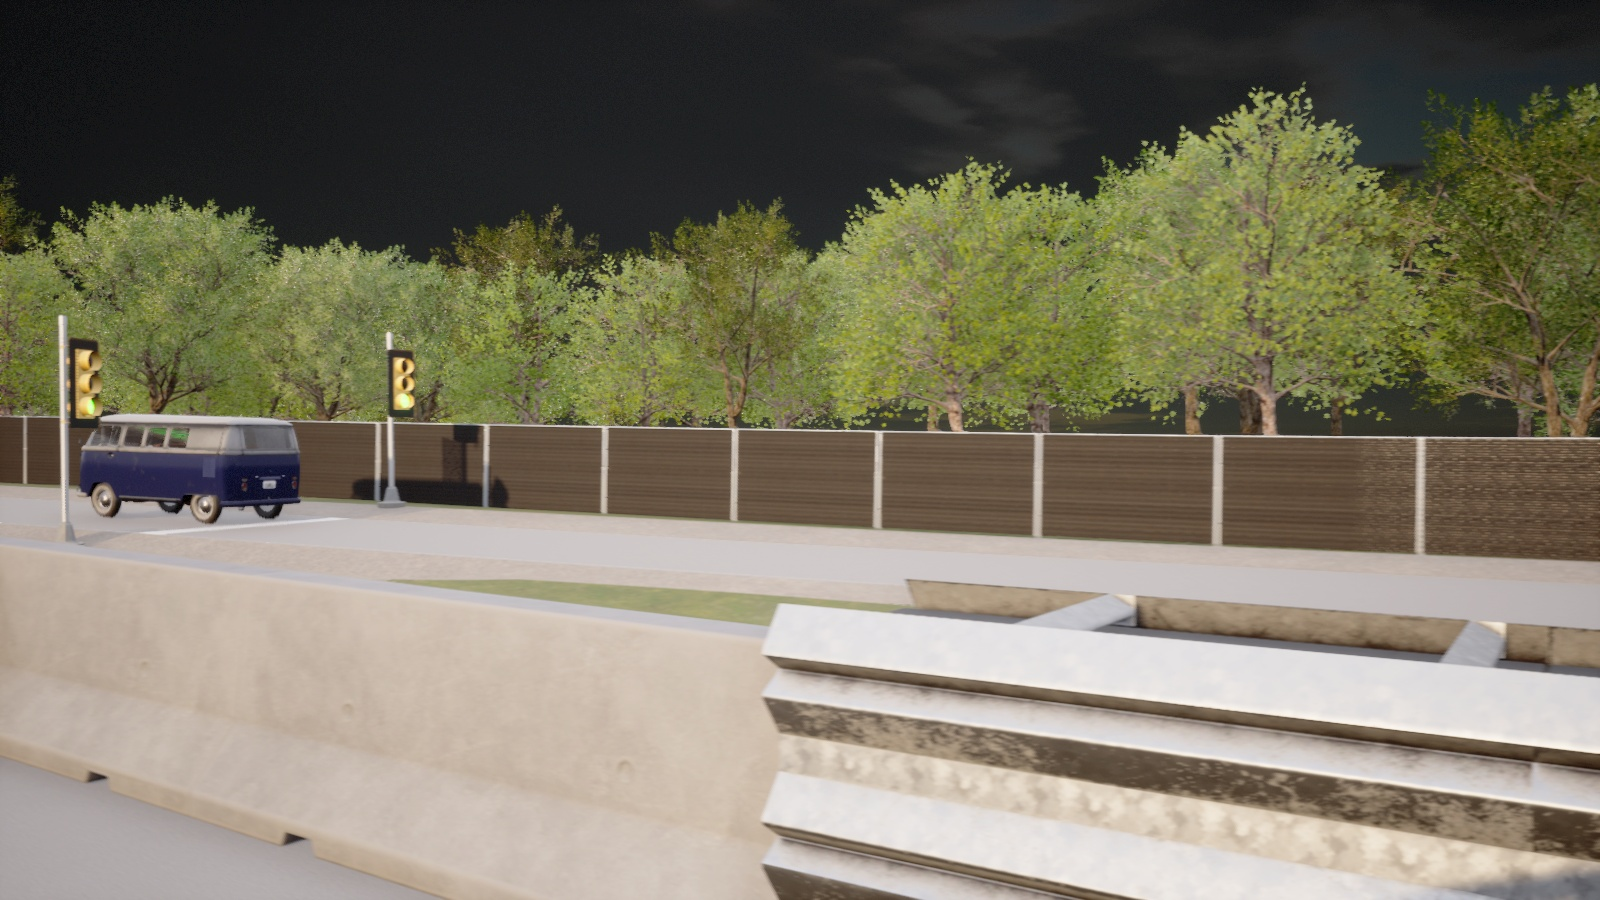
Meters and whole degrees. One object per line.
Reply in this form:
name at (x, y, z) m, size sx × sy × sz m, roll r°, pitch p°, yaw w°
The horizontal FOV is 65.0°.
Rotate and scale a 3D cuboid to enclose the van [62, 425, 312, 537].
van at (-11.695, 0.530, 23.961) m, size 4.442 × 1.987 × 1.775 m, roll 1°, pitch 1°, yaw 22°
